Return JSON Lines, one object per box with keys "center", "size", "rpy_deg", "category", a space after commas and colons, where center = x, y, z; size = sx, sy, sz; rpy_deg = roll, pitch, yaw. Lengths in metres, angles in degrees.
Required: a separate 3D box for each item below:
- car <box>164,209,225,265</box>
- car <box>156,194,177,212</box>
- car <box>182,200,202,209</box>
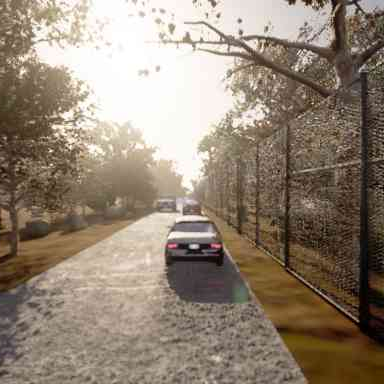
{"center": [0.065, 1.550, 11.646], "size": [2.033, 1.411, 5.357], "rpy_deg": [0, 0, 0], "category": "car"}
{"center": [-2.988, 1.276, 40.163], "size": [2.150, 2.045, 5.566], "rpy_deg": [0, 0, 0], "category": "car"}
{"center": [-0.006, 1.546, 33.060], "size": [1.812, 1.442, 4.674], "rpy_deg": [0, 0, 0], "category": "car"}
